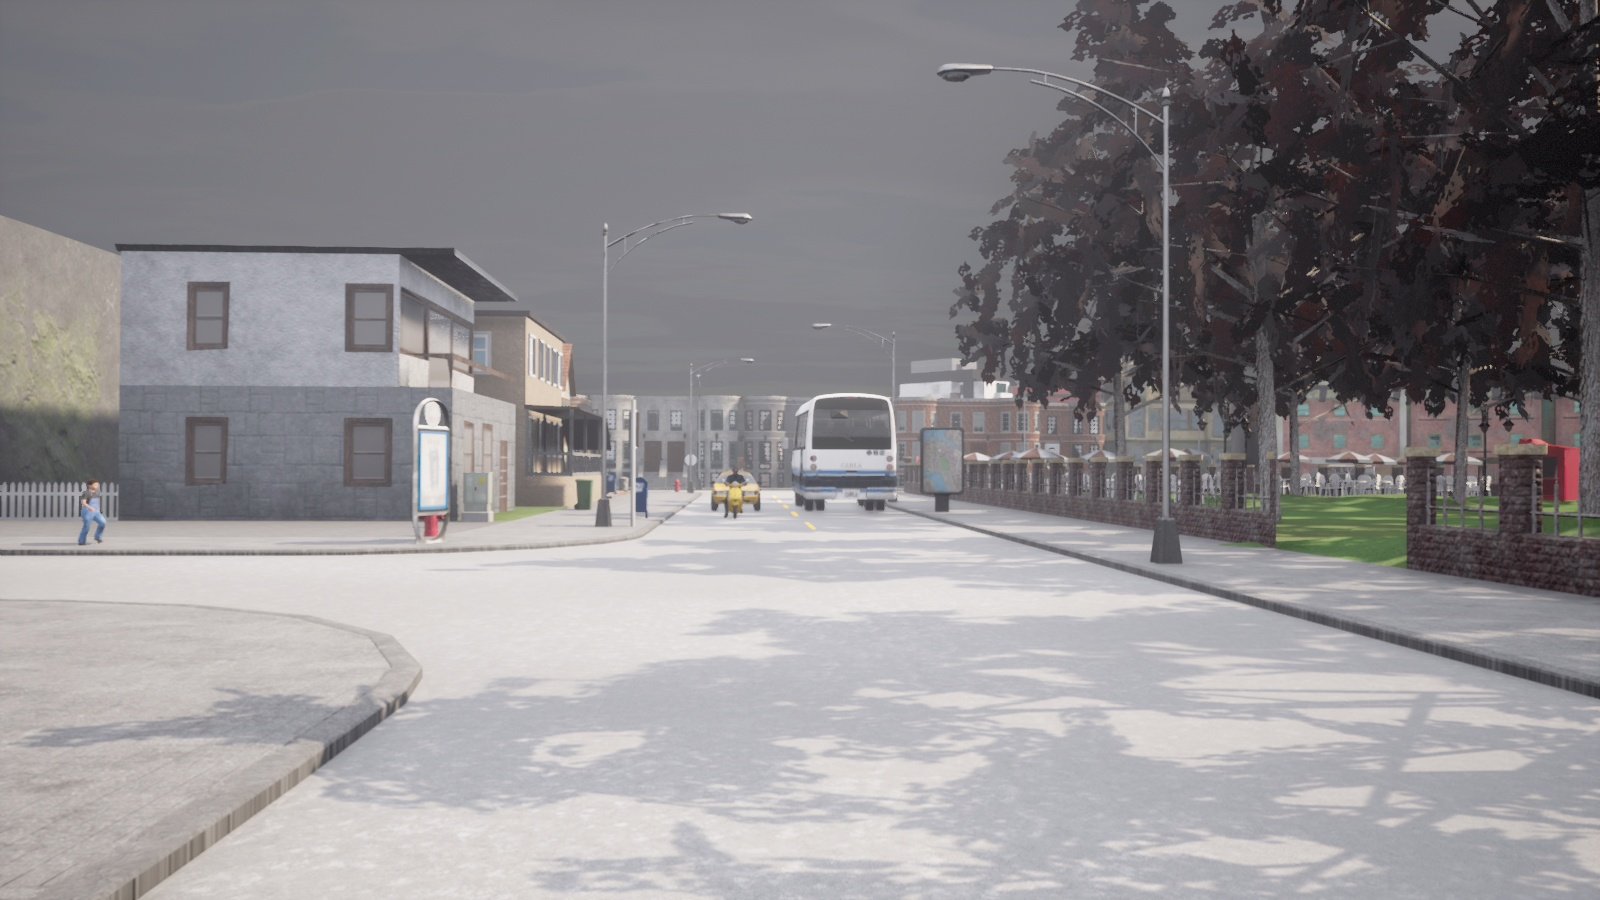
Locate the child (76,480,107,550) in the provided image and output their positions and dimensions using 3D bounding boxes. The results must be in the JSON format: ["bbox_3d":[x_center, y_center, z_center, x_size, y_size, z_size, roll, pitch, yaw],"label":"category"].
[{"bbox_3d":[-12.878,1.180,22.819,0.437,1.263,0.270,-1,-1,21],"label":"child"}]

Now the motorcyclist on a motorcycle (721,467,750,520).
[{"bbox_3d":[-1.994,1.338,39.113,0.866,1.590,1.817,0,-1,-3],"label":"motorcyclist on a motorcycle"}]

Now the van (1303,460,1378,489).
[{"bbox_3d":[37.658,1.686,87.543,4.442,1.987,1.775,0,-1,4],"label":"van"}]

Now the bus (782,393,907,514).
[{"bbox_3d":[1.505,0.143,49.334,3.944,4.253,10.273,0,0,-3],"label":"bus"}]

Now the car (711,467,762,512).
[{"bbox_3d":[-2.398,1.446,47.481,1.801,1.575,5.366,0,-1,-3],"label":"car"}]
